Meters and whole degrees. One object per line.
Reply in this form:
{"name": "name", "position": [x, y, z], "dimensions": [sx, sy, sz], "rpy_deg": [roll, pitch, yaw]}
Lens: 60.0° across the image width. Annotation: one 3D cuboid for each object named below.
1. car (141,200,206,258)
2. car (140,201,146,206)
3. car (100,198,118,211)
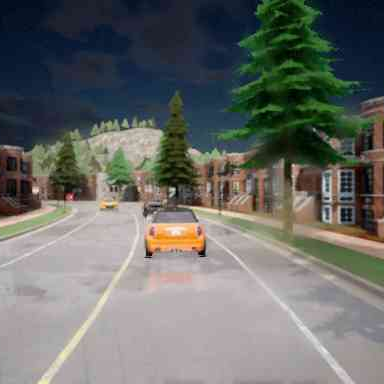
{"name": "car", "position": [-0.726, 1.355, 13.058], "dimensions": [2.097, 1.767, 4.553], "rpy_deg": [0, 0, -5]}
{"name": "car", "position": [-3.669, 1.514, 30.905], "dimensions": [1.837, 1.490, 4.892], "rpy_deg": [0, 0, -13]}
{"name": "car", "position": [-10.252, 1.503, 40.874], "dimensions": [1.882, 1.535, 5.008], "rpy_deg": [0, 0, -18]}
